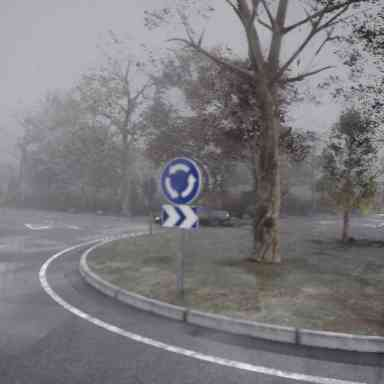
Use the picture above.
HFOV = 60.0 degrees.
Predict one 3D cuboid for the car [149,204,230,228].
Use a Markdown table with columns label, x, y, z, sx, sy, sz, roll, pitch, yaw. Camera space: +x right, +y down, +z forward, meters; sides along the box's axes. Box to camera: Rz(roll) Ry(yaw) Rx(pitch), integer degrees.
| label | x | y | z | sx | sy | sz | roll | pitch | yaw |
| --- | --- | --- | --- | --- | --- | --- | --- | --- | --- |
| car | -0.102 | 1.537 | 22.164 | 5.357 | 1.411 | 2.033 | 1 | 0 | -23 |
